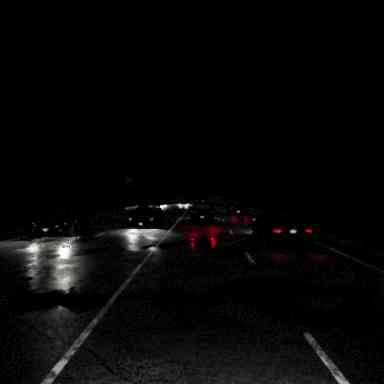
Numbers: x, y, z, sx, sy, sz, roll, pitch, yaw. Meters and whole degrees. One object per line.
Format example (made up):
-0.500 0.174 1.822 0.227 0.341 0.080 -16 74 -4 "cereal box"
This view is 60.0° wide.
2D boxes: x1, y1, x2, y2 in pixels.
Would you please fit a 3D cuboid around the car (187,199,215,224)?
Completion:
0.768 1.525 24.967 1.812 1.442 4.674 0 0 2 "car"

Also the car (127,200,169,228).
-3.012 1.542 22.733 2.033 1.411 5.357 0 0 2 "car"

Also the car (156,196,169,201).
-5.244 1.481 59.034 2.128 1.511 4.902 0 0 2 "car"

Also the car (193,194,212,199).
1.362 1.220 42.745 2.150 2.045 5.566 0 0 2 "car"

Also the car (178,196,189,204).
-1.562 1.486 63.648 2.128 1.511 4.902 0 0 2 "car"

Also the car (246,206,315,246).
3.946 1.551 15.184 2.033 1.411 5.357 0 0 2 "car"

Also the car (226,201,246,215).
4.588 1.603 34.500 1.895 1.301 4.718 0 0 2 "car"

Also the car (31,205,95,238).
-6.679 1.496 17.740 1.837 1.490 4.892 0 0 2 "car"
